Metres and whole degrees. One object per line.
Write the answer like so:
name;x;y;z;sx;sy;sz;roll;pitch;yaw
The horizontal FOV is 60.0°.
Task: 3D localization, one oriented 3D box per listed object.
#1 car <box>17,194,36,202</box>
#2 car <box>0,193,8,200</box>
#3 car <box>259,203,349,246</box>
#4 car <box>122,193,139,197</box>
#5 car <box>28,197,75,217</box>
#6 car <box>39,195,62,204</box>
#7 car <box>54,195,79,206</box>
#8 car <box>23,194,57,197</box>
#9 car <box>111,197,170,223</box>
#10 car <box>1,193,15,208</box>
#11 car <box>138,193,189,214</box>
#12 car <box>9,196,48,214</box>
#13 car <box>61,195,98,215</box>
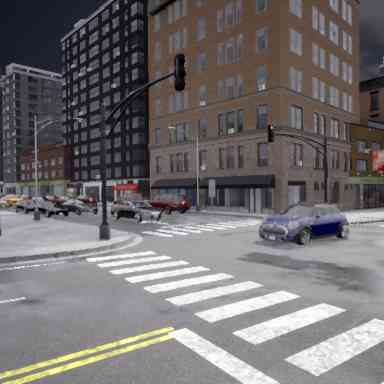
car;-29.327;1.044;58.832;1.802;1.307;4.206;0;1;-44
car;-40.842;0.886;70.681;1.947;1.339;4.313;0;1;-44
car;5.232;1.326;15.410;4.553;1.767;2.097;-1;1;-36
car;-6.296;1.045;35.132;2.192;1.841;5.009;0;1;-44
car;-12.405;1.418;29.188;1.947;1.339;4.313;0;1;-44
car;-21.650;1.136;50.933;1.802;1.307;4.206;0;1;-44
car;-17.812;1.181;46.983;1.802;1.307;4.206;0;1;-44
car;-17.536;1.258;38.424;1.812;1.442;4.674;-1;1;-44
car;-4.187;1.372;24.677;2.128;1.511;4.902;-1;1;-44
car;-23.799;1.248;40.912;1.752;1.417;4.829;0;1;-44
car;-2.457;1.087;31.182;2.192;1.841;5.009;0;1;-44
car;-16.243;1.375;33.137;1.947;1.339;4.313;0;1;-44
car;-10.606;1.336;31.280;1.812;1.442;4.674;-1;1;-44
